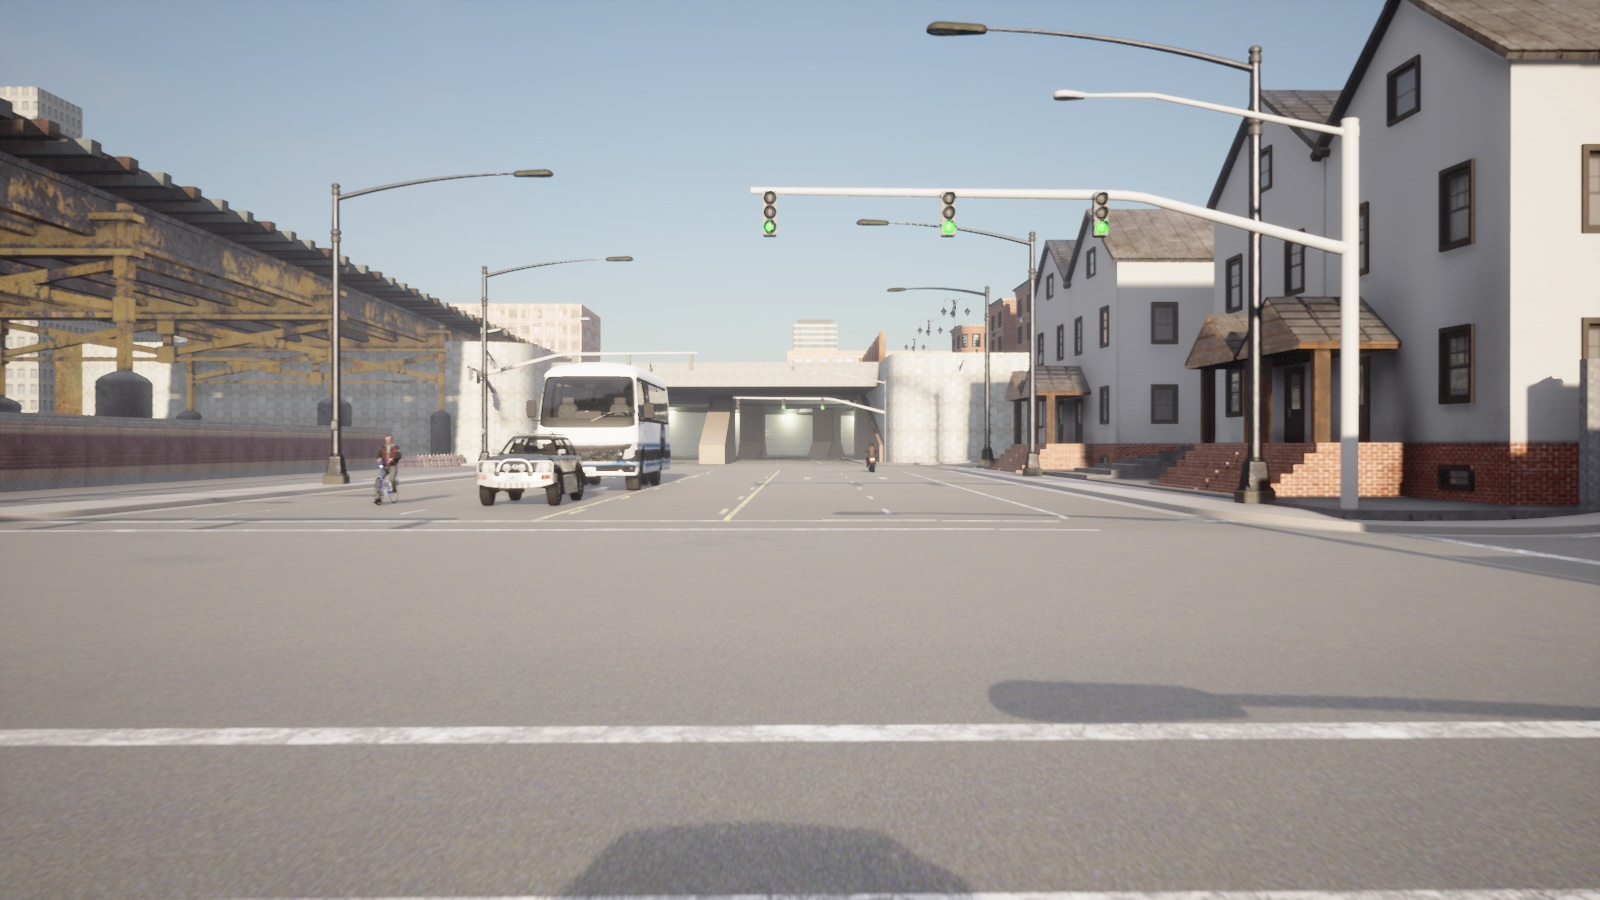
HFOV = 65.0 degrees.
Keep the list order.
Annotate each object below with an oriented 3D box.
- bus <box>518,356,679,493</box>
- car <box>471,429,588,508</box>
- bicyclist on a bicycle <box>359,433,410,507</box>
[{"bbox_3d":[-6.729,-0.814,43.975,3.944,4.253,10.273,0,0,0],"label":"bus"},{"bbox_3d":[-6.795,0.427,32.040,1.932,1.855,4.605,0,0,1],"label":"car"},{"bbox_3d":[-10.304,0.482,31.217,0.659,1.776,1.843,0,0,0],"label":"bicyclist on a bicycle"}]
